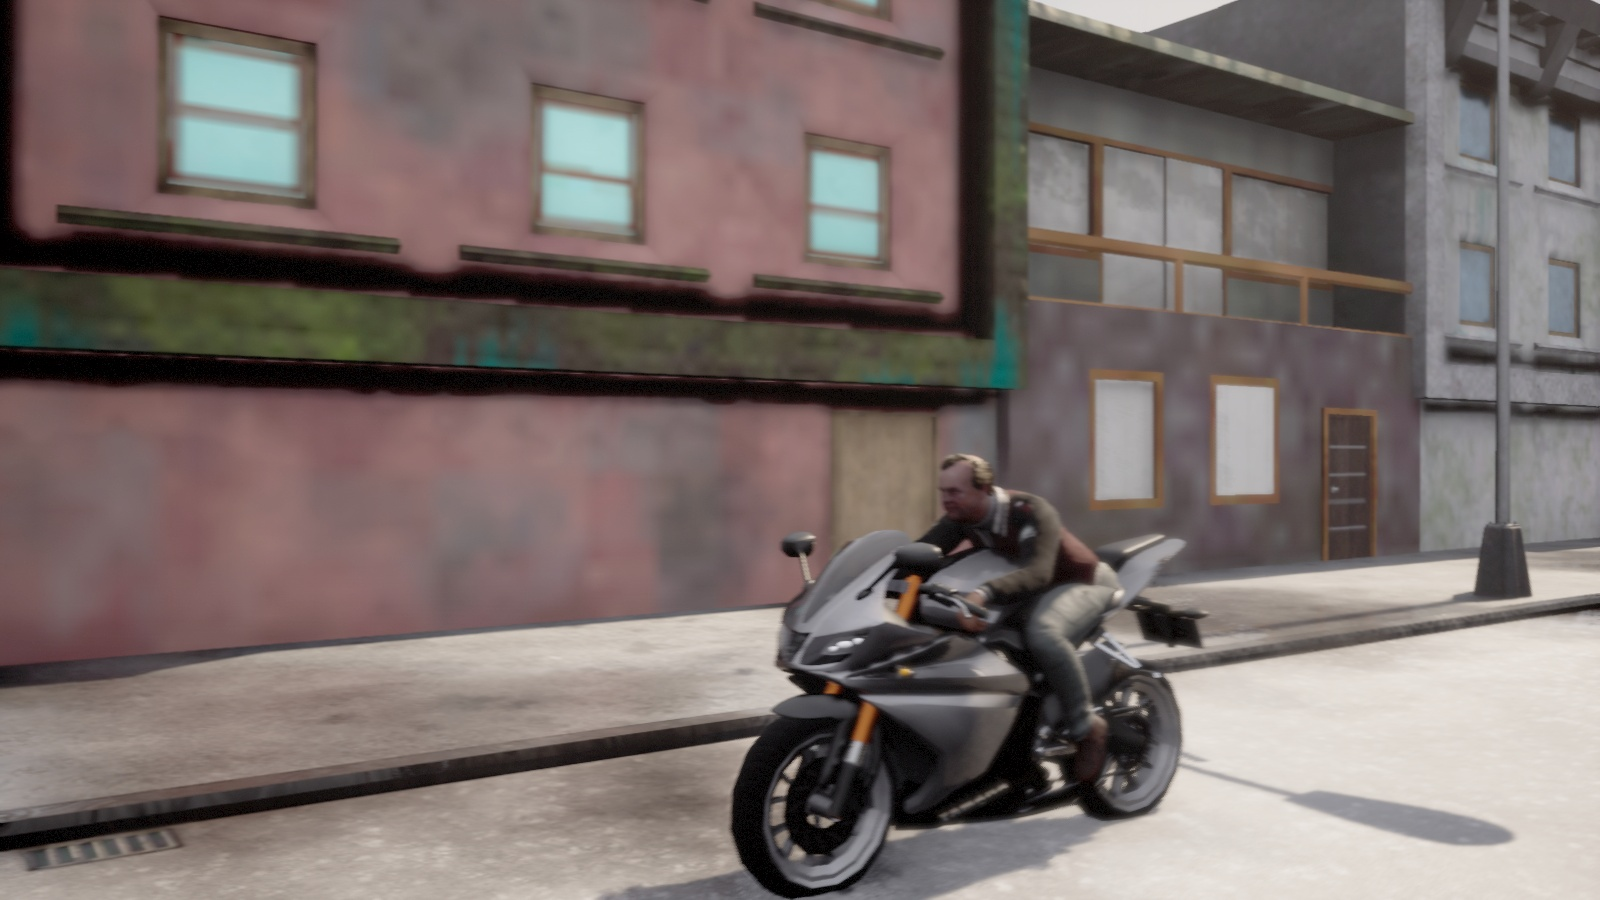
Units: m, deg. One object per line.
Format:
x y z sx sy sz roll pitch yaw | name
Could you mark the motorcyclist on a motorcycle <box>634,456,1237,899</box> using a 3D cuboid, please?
0.566 0.790 4.659 2.191 1.530 0.866 0 0 -35 | motorcyclist on a motorcycle
